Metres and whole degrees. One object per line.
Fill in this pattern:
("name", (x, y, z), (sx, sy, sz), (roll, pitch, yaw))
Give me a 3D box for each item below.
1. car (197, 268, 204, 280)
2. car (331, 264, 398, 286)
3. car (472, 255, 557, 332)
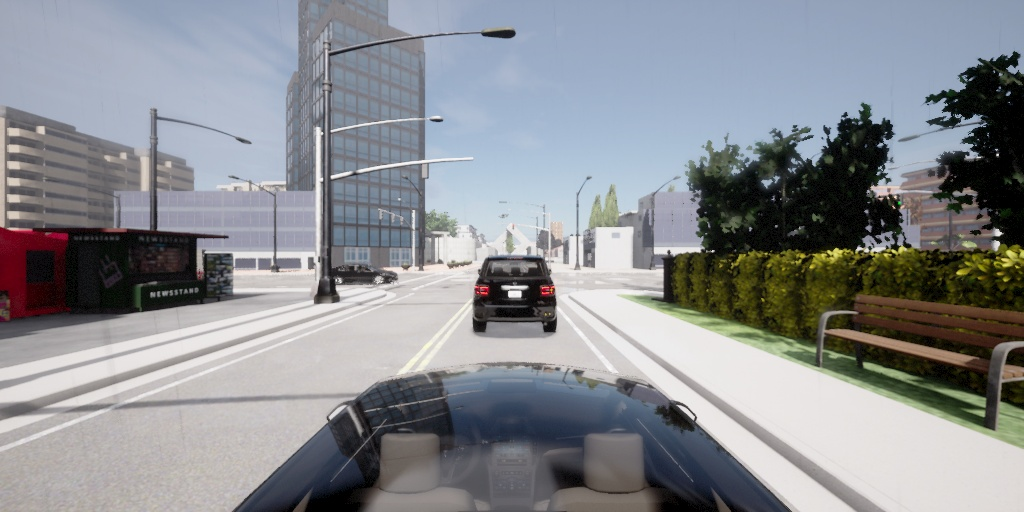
("car", (-24.176, 1.322, 26.055), (4.553, 1.767, 2.097), (-1, 0, 0))
("car", (-10.846, 1.337, 26.135), (4.892, 1.490, 1.837), (0, 0, 0))
("car", (0.083, 0.981, 10.994), (2.150, 2.045, 5.566), (0, 0, 0))
